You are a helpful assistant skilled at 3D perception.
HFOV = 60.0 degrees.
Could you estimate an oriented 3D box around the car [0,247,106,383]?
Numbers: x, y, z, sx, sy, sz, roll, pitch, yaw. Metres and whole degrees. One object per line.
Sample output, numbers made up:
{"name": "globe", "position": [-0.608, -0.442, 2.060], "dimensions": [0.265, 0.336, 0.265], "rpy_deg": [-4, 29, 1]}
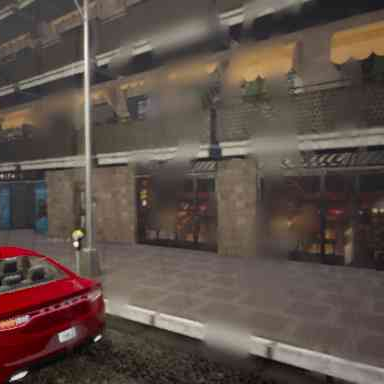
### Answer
{"name": "car", "position": [-3.307, 1.528, 5.083], "dimensions": [4.507, 1.381, 1.887], "rpy_deg": [0, 1, 33]}
